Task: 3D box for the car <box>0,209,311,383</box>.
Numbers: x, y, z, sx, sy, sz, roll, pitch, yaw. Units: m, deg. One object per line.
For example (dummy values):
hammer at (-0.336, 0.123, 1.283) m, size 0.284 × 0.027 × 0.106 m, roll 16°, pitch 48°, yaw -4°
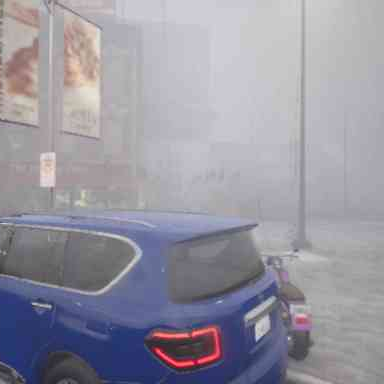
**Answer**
car at (-1.617, 1.245, 4.365) m, size 5.566 × 2.045 × 2.150 m, roll 0°, pitch 0°, yaw 34°
